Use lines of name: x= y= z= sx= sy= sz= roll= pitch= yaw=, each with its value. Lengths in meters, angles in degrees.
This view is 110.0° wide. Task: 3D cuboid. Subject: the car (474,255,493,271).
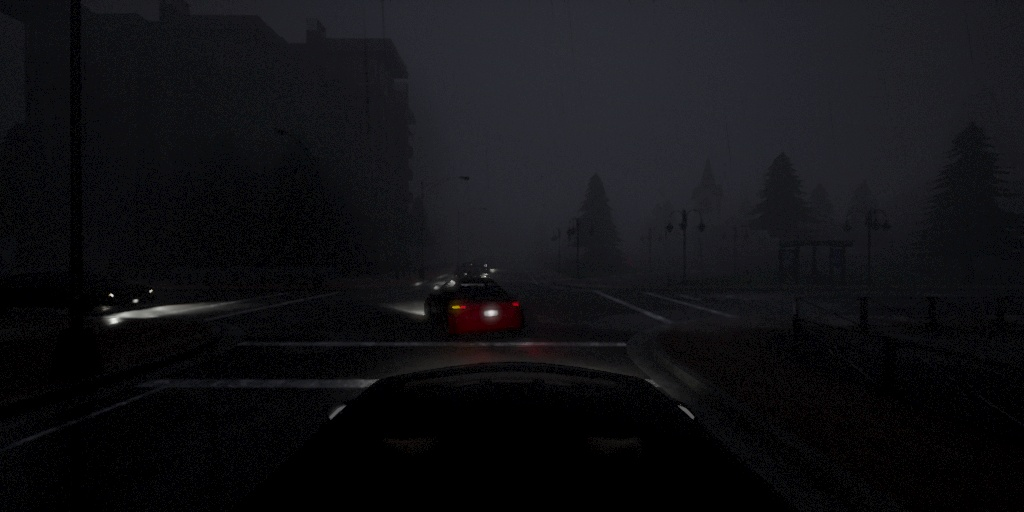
car: x=-3.601 y=0.983 z=39.988 sx=2.097 sy=1.767 sz=4.553 roll=0 pitch=0 yaw=0

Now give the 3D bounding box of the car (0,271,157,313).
car: x=-16.601 y=1.277 z=13.251 sx=5.357 sy=1.411 sz=2.033 roll=0 pitch=0 yaw=-1

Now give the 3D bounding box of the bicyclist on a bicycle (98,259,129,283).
bicyclist on a bicycle: x=-22.979 y=1.008 z=20.667 sx=0.582 sy=1.620 sz=1.656 roll=0 pitch=0 yaw=-1

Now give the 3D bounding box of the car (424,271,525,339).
car: x=-1.211 y=1.295 z=10.224 sx=1.994 sy=1.385 sz=4.181 roll=0 pitch=0 yaw=-21

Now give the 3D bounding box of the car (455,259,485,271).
car: x=-3.597 y=1.226 z=29.868 sx=1.994 sy=1.385 sz=4.181 roll=0 pitch=0 yaw=0

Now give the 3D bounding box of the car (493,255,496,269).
car: x=-3.574 y=0.808 z=53.598 sx=2.150 sy=2.045 sz=5.566 roll=0 pitch=0 yaw=0
